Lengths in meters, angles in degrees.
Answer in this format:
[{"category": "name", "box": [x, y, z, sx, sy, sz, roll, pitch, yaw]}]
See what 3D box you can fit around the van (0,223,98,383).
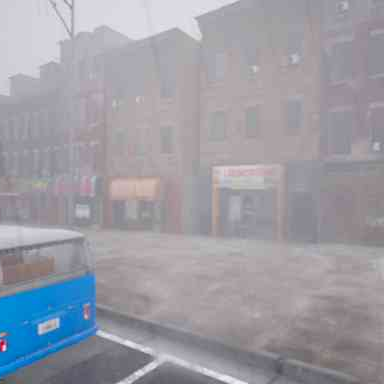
[{"category": "van", "box": [-3.234, 1.397, 5.087, 3.998, 1.788, 1.690, -1, 1, 35]}]
